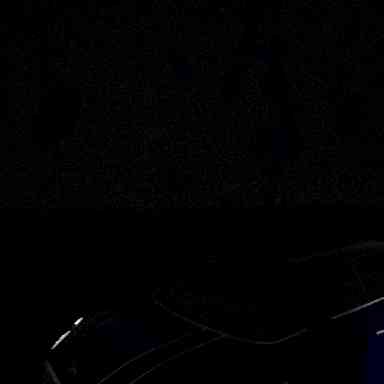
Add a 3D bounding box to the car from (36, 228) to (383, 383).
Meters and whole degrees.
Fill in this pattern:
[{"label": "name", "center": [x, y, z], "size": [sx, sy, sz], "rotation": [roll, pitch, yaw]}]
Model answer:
[{"label": "car", "center": [0.797, 1.367, 3.648], "size": [4.553, 1.767, 2.097], "rotation": [0, 0, -36]}]
